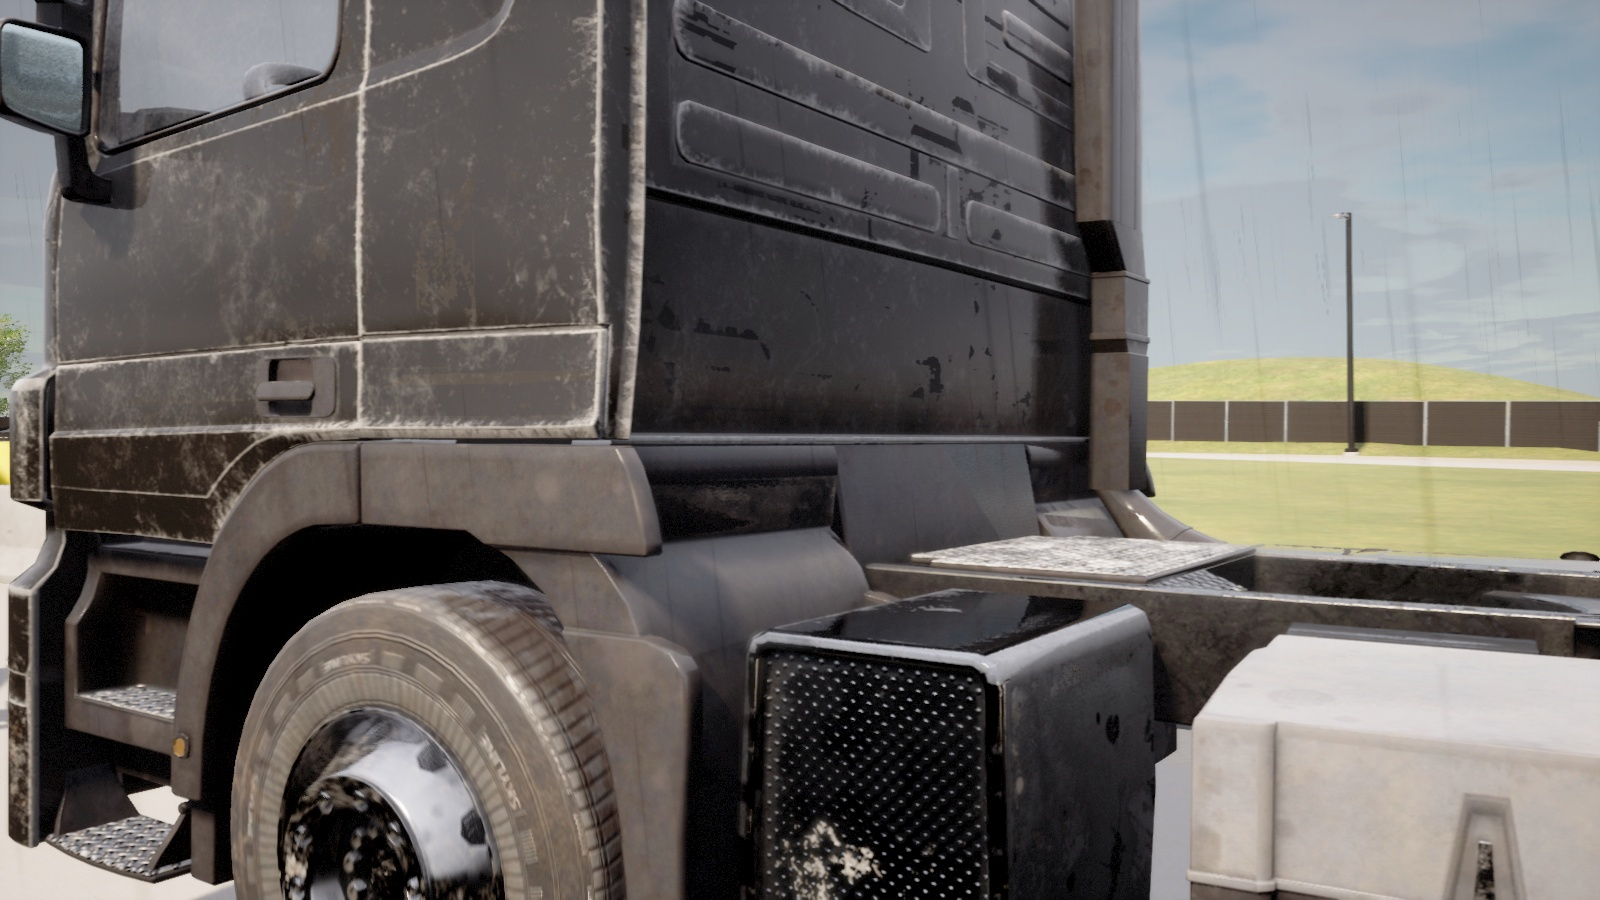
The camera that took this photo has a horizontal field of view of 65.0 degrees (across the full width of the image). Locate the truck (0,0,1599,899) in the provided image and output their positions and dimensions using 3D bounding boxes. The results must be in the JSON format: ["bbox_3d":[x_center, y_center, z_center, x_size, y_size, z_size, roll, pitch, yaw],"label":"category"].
[{"bbox_3d":[1.810,-0.299,2.402,7.936,3.462,2.891,0,1,34],"label":"truck"}]

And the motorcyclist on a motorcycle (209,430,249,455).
[{"bbox_3d":[-37.405,-0.483,82.309,2.191,1.530,0.866,-2,3,-16],"label":"motorcyclist on a motorcycle"}]
